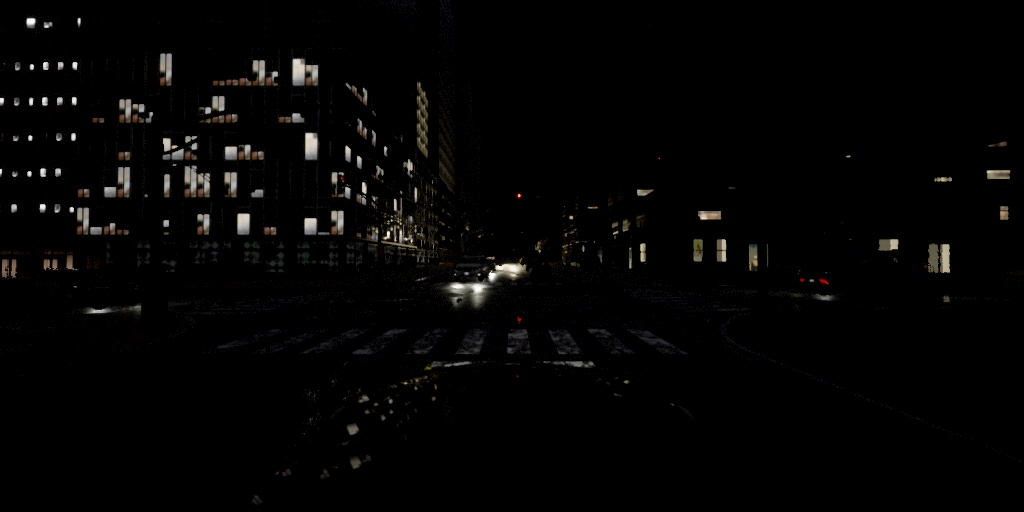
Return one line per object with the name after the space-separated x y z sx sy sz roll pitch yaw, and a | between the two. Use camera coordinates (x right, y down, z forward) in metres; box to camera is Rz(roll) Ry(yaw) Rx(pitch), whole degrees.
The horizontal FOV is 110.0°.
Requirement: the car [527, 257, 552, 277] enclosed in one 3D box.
2.774 1.193 34.995 1.967 1.591 4.097 0 0 0 | car

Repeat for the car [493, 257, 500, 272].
-2.986 1.245 45.647 2.128 1.511 4.902 0 0 0 | car

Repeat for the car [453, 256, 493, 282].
-3.217 0.975 29.601 2.150 2.045 5.566 0 0 4 | car

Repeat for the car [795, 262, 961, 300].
15.696 1.111 15.609 5.357 1.411 2.033 -1 -1 4 | car

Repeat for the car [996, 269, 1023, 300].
20.717 0.994 12.746 4.829 1.417 1.751 0 0 1 | car

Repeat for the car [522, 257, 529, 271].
2.802 1.068 46.343 2.192 1.841 5.009 0 0 0 | car

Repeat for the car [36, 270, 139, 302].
-19.511 1.374 15.836 5.008 1.535 1.882 -1 -1 1 | car

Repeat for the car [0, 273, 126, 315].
-17.391 1.412 13.206 4.207 1.307 1.802 0 0 1 | car

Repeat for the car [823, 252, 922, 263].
18.005 0.817 18.588 5.566 2.045 2.150 -1 -1 1 | car
